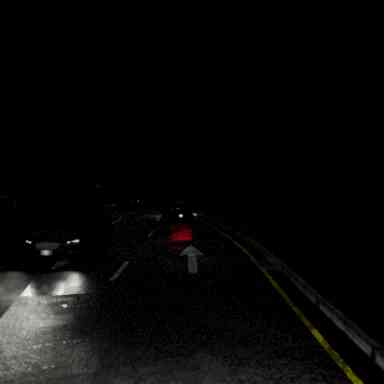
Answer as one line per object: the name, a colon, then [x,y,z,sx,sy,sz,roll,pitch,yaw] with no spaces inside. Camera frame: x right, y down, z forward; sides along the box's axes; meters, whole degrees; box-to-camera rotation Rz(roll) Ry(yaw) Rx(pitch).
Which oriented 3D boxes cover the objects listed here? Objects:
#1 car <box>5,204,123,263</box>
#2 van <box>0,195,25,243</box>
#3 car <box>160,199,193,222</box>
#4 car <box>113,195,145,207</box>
car: [-4.097,1.397,11.717,2.128,1.511,4.902,0,1,-1]
van: [-9.483,1.135,13.887,4.442,1.987,1.878,-1,1,-21]
car: [-1.140,1.248,23.762,1.837,1.490,4.892,0,1,-10]
car: [-7.665,1.060,40.120,2.033,1.411,5.357,0,1,-37]
